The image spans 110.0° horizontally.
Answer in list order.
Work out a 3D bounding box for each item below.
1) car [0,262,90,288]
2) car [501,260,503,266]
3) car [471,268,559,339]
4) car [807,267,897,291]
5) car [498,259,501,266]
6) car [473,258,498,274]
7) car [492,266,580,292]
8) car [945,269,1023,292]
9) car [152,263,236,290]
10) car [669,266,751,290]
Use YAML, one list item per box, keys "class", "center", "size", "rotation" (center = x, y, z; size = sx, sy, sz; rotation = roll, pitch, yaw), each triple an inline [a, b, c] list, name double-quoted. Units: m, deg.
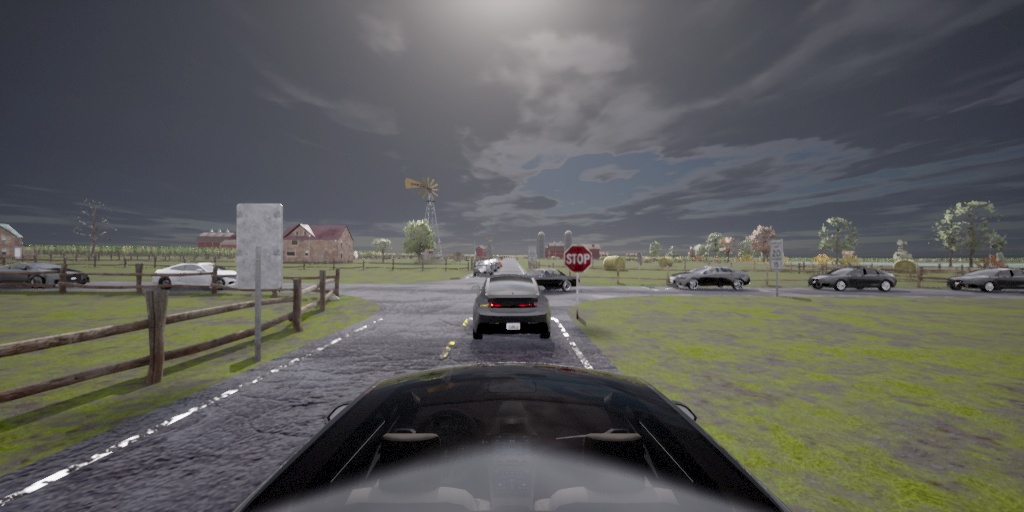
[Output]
- class: "car"
  center: [-26.364, 1.042, 19.895]
  size: [4.181, 1.385, 1.994]
  rotation: [1, -1, -1]
- class: "car"
  center: [-2.823, 1.222, 55.736]
  size: [2.128, 1.511, 4.902]
  rotation: [0, 0, 0]
- class: "car"
  center: [-0.075, 1.254, 10.062]
  size: [1.837, 1.490, 4.892]
  rotation: [0, 0, -2]
- class: "car"
  center: [22.199, 1.492, 23.508]
  size: [4.892, 1.490, 1.837]
  rotation: [1, -1, -1]
- class: "car"
  center: [-2.854, 1.227, 46.194]
  size: [2.128, 1.511, 4.902]
  rotation: [0, 0, 0]
- class: "car"
  center: [-2.860, 1.231, 36.748]
  size: [2.128, 1.511, 4.902]
  rotation: [0, 0, 0]
- class: "car"
  center: [1.499, 1.363, 20.108]
  size: [4.718, 1.301, 1.895]
  rotation: [1, 0, -35]
- class: "car"
  center: [31.702, 1.580, 23.630]
  size: [4.892, 1.490, 1.837]
  rotation: [1, -1, -1]
- class: "car"
  center: [-17.244, 1.098, 20.018]
  size: [4.674, 1.442, 1.812]
  rotation: [1, -1, -1]
- class: "car"
  center: [12.797, 1.389, 23.337]
  size: [4.902, 1.511, 2.128]
  rotation: [1, -1, -2]
